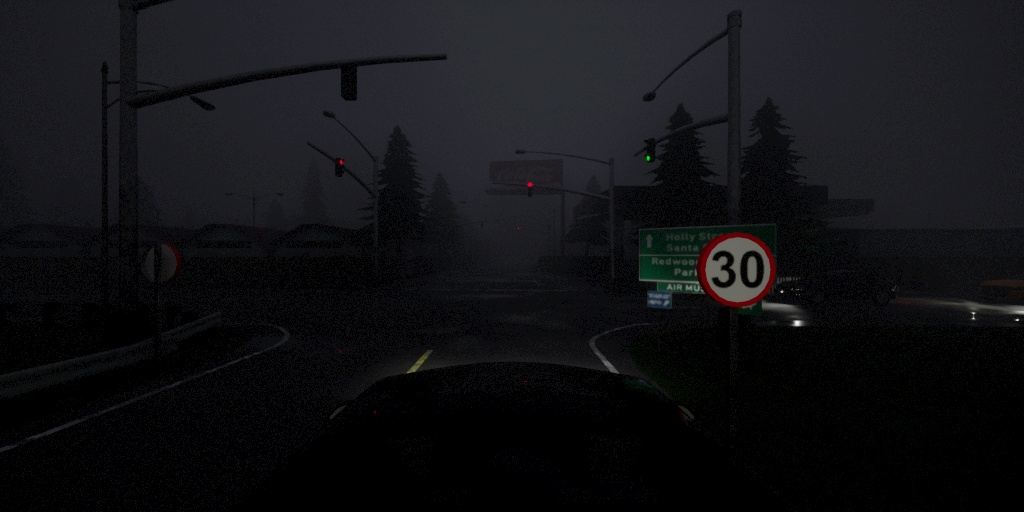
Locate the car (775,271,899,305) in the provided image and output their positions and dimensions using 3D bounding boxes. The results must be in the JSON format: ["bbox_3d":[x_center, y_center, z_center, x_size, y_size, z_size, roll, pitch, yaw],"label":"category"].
[{"bbox_3d":[15.196,1.446,16.940,4.892,1.490,1.837,0,0,1],"label":"car"}]

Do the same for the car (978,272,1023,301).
[{"bbox_3d":[25.132,1.419,16.811,5.008,1.535,1.882,0,0,1],"label":"car"}]
